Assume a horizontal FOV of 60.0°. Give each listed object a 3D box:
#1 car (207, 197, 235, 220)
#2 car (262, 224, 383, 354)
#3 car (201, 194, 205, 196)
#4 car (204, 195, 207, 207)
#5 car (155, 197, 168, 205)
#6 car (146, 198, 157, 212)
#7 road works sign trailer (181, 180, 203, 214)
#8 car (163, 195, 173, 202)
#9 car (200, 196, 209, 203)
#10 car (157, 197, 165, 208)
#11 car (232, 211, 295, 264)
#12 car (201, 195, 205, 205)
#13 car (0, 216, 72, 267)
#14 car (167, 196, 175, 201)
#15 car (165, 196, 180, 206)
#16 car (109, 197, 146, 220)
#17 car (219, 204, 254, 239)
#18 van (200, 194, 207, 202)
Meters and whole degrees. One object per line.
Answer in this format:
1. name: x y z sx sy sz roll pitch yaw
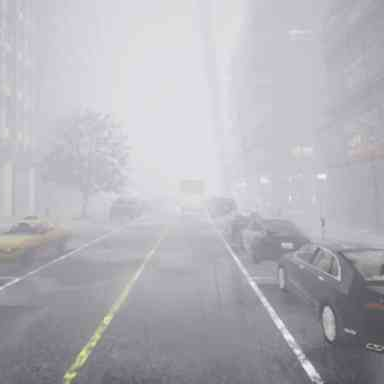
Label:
1. car: 2.706 1.374 28.738 2.192 1.841 5.009 1 0 0
2. car: 2.812 1.566 6.114 2.008 1.369 4.403 1 0 0
3. car: 2.708 1.658 62.679 2.008 1.369 4.403 1 0 0
4. car: 2.707 1.384 34.396 2.192 1.841 5.009 1 0 0
5. car: -5.673 1.673 62.713 1.947 1.339 4.313 1 0 0
6. car: -5.675 1.622 40.086 1.887 1.381 4.507 1 0 0
7. road works sign trailer: 0.005 0.535 35.961 2.380 3.560 2.880 0 0 0
8. car: -5.669 1.563 79.686 1.967 1.590 4.097 1 0 0
9. car: 2.709 1.684 73.992 1.947 1.339 4.313 1 0 0
10. car: -5.675 1.676 51.399 1.802 1.307 4.206 1 0 0
11. car: 2.769 1.594 11.770 1.947 1.339 4.313 1 0 0
12. car: 2.707 1.620 51.535 1.752 1.417 4.829 1 0 0
13. car: -5.746 1.552 11.633 1.752 1.417 4.829 1 0 0
14. car: -5.670 1.713 90.998 1.802 1.307 4.206 1 0 0
15. car: -3.051 1.702 57.120 1.895 1.301 4.718 0 0 1
16. car: -5.674 1.373 28.773 2.192 1.841 5.009 1 0 0
17. car: 2.726 1.583 17.426 1.887 1.381 4.507 1 0 0
18. van: 2.712 1.464 79.649 1.690 1.788 3.998 1 0 0
